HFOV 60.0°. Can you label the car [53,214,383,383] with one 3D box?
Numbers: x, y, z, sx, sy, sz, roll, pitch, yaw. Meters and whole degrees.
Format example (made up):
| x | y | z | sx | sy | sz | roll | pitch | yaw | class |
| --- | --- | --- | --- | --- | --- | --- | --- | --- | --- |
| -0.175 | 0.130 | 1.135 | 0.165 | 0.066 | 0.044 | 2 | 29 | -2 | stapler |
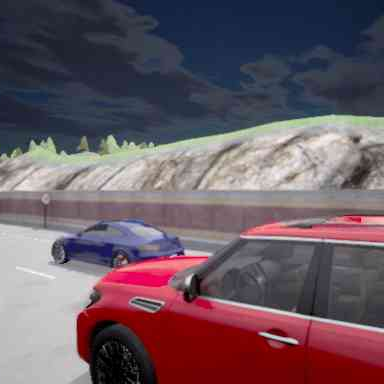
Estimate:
| x | y | z | sx | sy | sz | roll | pitch | yaw | class |
| --- | --- | --- | --- | --- | --- | --- | --- | --- | --- |
| 1.296 | 1.235 | 3.120 | 5.566 | 2.045 | 2.150 | 0 | 0 | 36 | car |
